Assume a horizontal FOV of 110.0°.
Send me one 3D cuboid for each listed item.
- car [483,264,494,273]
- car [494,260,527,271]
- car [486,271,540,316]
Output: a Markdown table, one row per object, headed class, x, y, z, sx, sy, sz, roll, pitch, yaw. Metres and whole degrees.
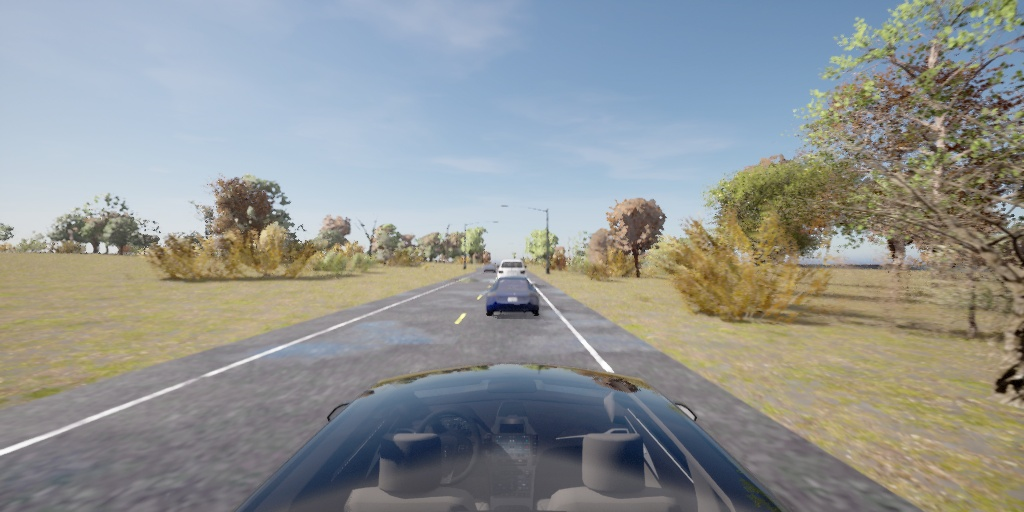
| class | x | y | z | sx | sy | sz | roll | pitch | yaw |
| --- | --- | --- | --- | --- | --- | --- | --- | --- | --- |
| car | -3.570 | 2.083 | 58.554 | 2.033 | 1.411 | 5.357 | 0 | -1 | 1 |
| car | 0.021 | 1.330 | 28.072 | 2.150 | 2.045 | 5.566 | 0 | -1 | 1 |
| car | 0.042 | 1.485 | 14.327 | 1.994 | 1.385 | 4.181 | 0 | -1 | 1 |
